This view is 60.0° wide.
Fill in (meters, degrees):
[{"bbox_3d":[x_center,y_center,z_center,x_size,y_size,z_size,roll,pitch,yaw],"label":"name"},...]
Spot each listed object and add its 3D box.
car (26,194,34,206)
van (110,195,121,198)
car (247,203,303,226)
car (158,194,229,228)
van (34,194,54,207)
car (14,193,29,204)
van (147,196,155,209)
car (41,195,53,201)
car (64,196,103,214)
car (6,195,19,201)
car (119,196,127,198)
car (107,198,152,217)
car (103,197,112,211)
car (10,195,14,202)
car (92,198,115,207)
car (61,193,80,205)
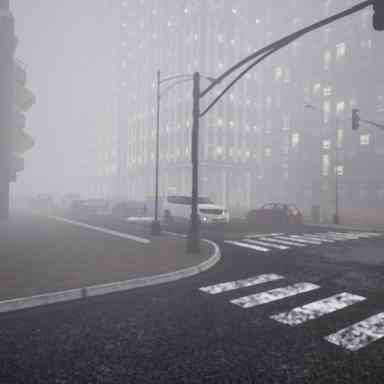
[{"bbox_3d":[-23.867,1.428,51.383,1.802,1.307,4.206,1,-1,-35],"label":"car"},{"bbox_3d":[-10.495,1.359,47.012,1.690,1.788,3.998,1,-1,-35],"label":"van"},{"bbox_3d":[5.832,1.496,23.966,1.967,1.590,4.097,1,-1,-35],"label":"car"},{"bbox_3d":[0.049,1.164,22.118,2.150,2.045,5.566,1,-1,-35],"label":"car"},{"bbox_3d":[-20.598,1.193,46.777,1.690,1.788,3.998,1,-1,-35],"label":"van"},{"bbox_3d":[-30.394,1.151,60.604,2.192,1.841,5.009,1,-1,-35],"label":"car"},{"bbox_3d":[-3.964,1.373,37.794,1.690,1.788,3.998,1,-1,-35],"label":"van"},{"bbox_3d":[-36.625,1.562,83.880,1.802,1.307,4.206,1,-1,-35],"label":"car"},{"bbox_3d":[-10.805,1.422,32.948,2.008,1.369,4.403,1,-1,-35],"label":"car"},{"bbox_3d":[-40.195,1.374,74.428,2.008,1.369,4.403,1,-1,-35],"label":"car"},{"bbox_3d":[-7.233,1.576,42.401,2.008,1.369,4.403,1,-1,-35],"label":"car"},{"bbox_3d":[-5.730,1.492,30.275,1.994,1.385,4.181,1,-1,-35],"label":"car"},{"bbox_3d":[-11.605,1.462,38.571,2.033,1.411,5.357,1,-1,-35],"label":"car"},{"bbox_3d":[-36.930,1.393,69.819,1.947,1.339,4.313,1,-1,-35],"label":"car"},{"bbox_3d":[-13.765,1.578,51.618,1.947,1.339,4.313,1,-1,-35],"label":"car"},{"bbox_3d":[-20.403,1.174,56.346,2.150,2.045,5.566,1,-1,-35],"label":"car"}]
